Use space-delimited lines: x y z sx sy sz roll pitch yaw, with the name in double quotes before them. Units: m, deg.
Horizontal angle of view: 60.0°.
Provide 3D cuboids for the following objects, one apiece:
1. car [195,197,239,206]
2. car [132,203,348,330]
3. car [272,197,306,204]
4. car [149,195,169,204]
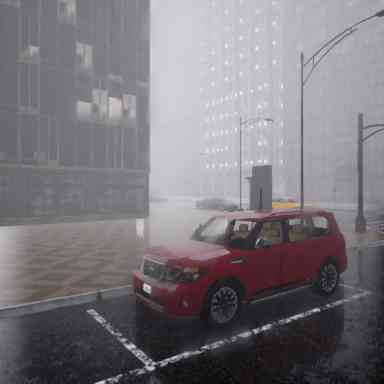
"car" 2.484 1.233 33.090 2.033 1.411 5.357 0 1 -37
"car" 1.290 1.315 7.095 5.009 1.841 2.192 0 0 -35
"car" 8.681 1.244 30.185 1.882 1.535 5.008 0 1 -37
"car" -5.364 1.076 49.188 1.895 1.301 4.718 0 1 -36
